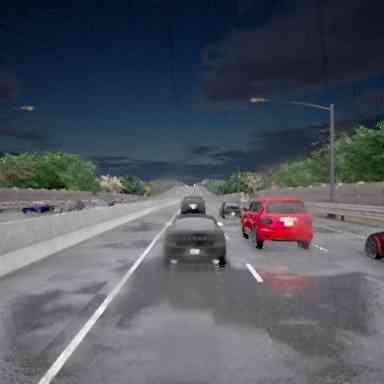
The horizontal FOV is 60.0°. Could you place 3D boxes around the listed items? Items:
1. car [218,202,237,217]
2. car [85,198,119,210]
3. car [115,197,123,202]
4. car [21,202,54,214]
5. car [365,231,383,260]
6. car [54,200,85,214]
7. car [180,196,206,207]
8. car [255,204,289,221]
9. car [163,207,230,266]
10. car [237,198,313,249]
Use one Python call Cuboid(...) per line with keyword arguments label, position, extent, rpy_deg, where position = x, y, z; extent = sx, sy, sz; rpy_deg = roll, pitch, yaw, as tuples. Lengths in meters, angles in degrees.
Cuboid(label="car", position=(3.596, 1.691, 31.535), extent=(1.837, 1.490, 4.892), rpy_deg=(0, -1, 0))
Cuboid(label="car", position=(-10.590, 1.763, 39.701), extent=(2.128, 1.511, 4.902), rpy_deg=(0, -1, 0))
Cuboid(label="car", position=(-17.498, 1.929, 78.872), extent=(1.837, 1.490, 4.892), rpy_deg=(0, -1, 0))
Cuboid(label="car", position=(-17.592, 1.856, 38.116), extent=(1.895, 1.301, 4.718), rpy_deg=(0, -1, 0))
Cuboid(label="car", position=(7.077, 1.593, 10.029), extent=(1.994, 1.385, 4.181), rpy_deg=(0, 0, 0))
Cuboid(label="car", position=(-14.089, 1.774, 39.377), extent=(1.837, 1.490, 4.892), rpy_deg=(0, -1, 0))
Cuboid(label="car", position=(0.096, 1.396, 30.344), extent=(2.150, 2.045, 5.566), rpy_deg=(0, -1, 0))
Cuboid(label="car", position=(7.095, 1.772, 29.977), extent=(1.895, 1.301, 4.718), rpy_deg=(0, -1, 0))
Cuboid(label="car", position=(0.085, 1.513, 11.674), extent=(1.882, 1.535, 5.008), rpy_deg=(0, 0, 0))
Cuboid(label="car", position=(3.595, 1.274, 14.974), extent=(2.150, 2.045, 5.566), rpy_deg=(0, 0, 0))
